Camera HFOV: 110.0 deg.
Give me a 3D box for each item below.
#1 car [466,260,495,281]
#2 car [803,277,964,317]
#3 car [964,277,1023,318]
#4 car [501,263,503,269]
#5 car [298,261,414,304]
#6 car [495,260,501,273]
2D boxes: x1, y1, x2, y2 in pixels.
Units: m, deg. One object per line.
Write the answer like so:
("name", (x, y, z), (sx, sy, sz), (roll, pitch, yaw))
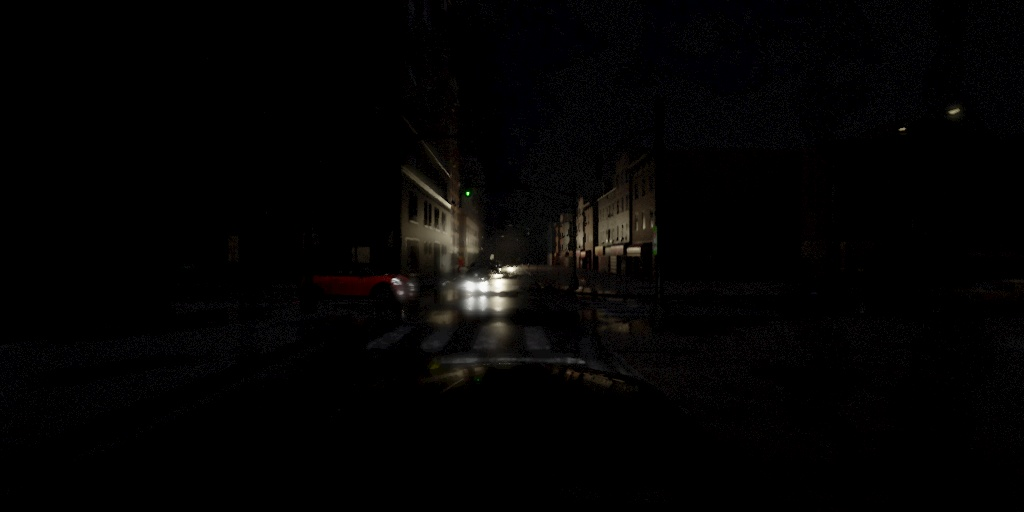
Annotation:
("car", (-2.857, 1.281, 31.013), (2.128, 1.511, 4.902), (0, 0, 0))
("car", (13.211, 1.451, 13.214), (4.313, 1.339, 1.948), (0, 0, 0))
("car", (19.003, 1.455, 13.229), (4.829, 1.417, 1.751), (0, 0, 0))
("car", (-2.773, 1.594, 65.098), (1.837, 1.490, 4.892), (0, 0, 0))
("car", (-6.704, 1.087, 15.775), (4.553, 1.767, 2.097), (0, 0, 0))
("car", (-2.854, 1.242, 47.173), (2.097, 1.767, 4.553), (0, -1, 0))
